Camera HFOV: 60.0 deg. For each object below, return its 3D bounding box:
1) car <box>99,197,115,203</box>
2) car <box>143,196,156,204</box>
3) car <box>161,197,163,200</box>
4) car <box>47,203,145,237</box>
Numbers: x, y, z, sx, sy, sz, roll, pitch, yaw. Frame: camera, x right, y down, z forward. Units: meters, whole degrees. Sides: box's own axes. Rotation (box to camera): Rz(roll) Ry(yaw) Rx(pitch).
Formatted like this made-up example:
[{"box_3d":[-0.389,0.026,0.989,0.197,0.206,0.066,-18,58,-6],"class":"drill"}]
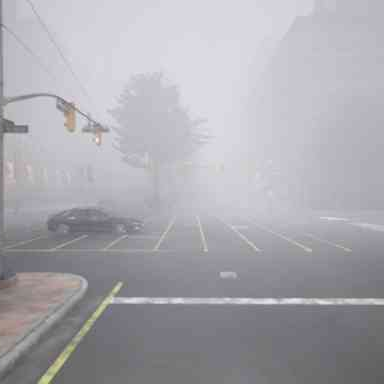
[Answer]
[{"box_3d":[-14.770,1.600,57.928,1.895,1.301,4.718,0,0,0],"class":"car"},{"box_3d":[-8.070,1.483,63.137,1.882,1.535,5.008,0,0,0],"class":"car"},{"box_3d":[-8.028,1.551,78.469,1.994,1.385,4.181,0,0,0],"class":"car"},{"box_3d":[-5.049,1.523,17.549,4.892,1.490,1.837,0,0,0],"class":"car"}]
